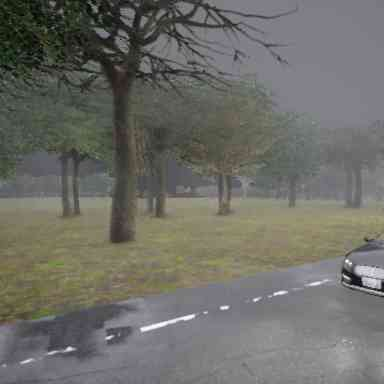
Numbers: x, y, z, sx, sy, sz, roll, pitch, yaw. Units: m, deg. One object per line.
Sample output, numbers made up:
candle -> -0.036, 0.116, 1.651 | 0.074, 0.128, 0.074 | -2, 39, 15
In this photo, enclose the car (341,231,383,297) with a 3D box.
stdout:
car -> 5.498, 1.503, 7.897 | 4.902, 1.511, 2.128 | 0, 0, -35
